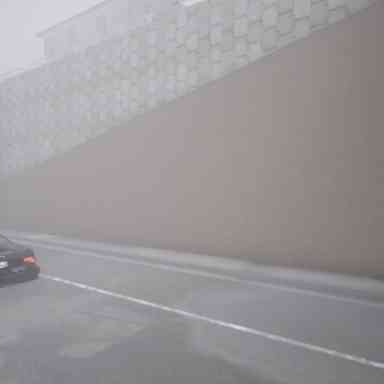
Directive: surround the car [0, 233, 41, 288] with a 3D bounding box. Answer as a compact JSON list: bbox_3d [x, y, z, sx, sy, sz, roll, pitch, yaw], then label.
[{"bbox_3d":[-5.931,1.532,8.229,5.357,1.411,2.033,0,0,36],"label":"car"}]
